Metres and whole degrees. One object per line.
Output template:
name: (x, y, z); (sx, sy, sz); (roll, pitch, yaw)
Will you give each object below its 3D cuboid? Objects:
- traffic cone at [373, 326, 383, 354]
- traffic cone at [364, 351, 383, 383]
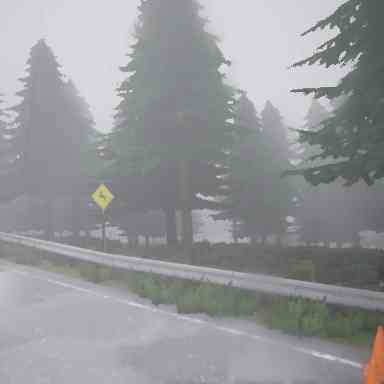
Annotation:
traffic cone: (2.329, 1.956, 4.106); (0.340, 0.580, 0.340); (0, 0, 34)
traffic cone: (1.786, 1.956, 3.269); (0.340, 0.580, 0.340); (0, 0, 33)
